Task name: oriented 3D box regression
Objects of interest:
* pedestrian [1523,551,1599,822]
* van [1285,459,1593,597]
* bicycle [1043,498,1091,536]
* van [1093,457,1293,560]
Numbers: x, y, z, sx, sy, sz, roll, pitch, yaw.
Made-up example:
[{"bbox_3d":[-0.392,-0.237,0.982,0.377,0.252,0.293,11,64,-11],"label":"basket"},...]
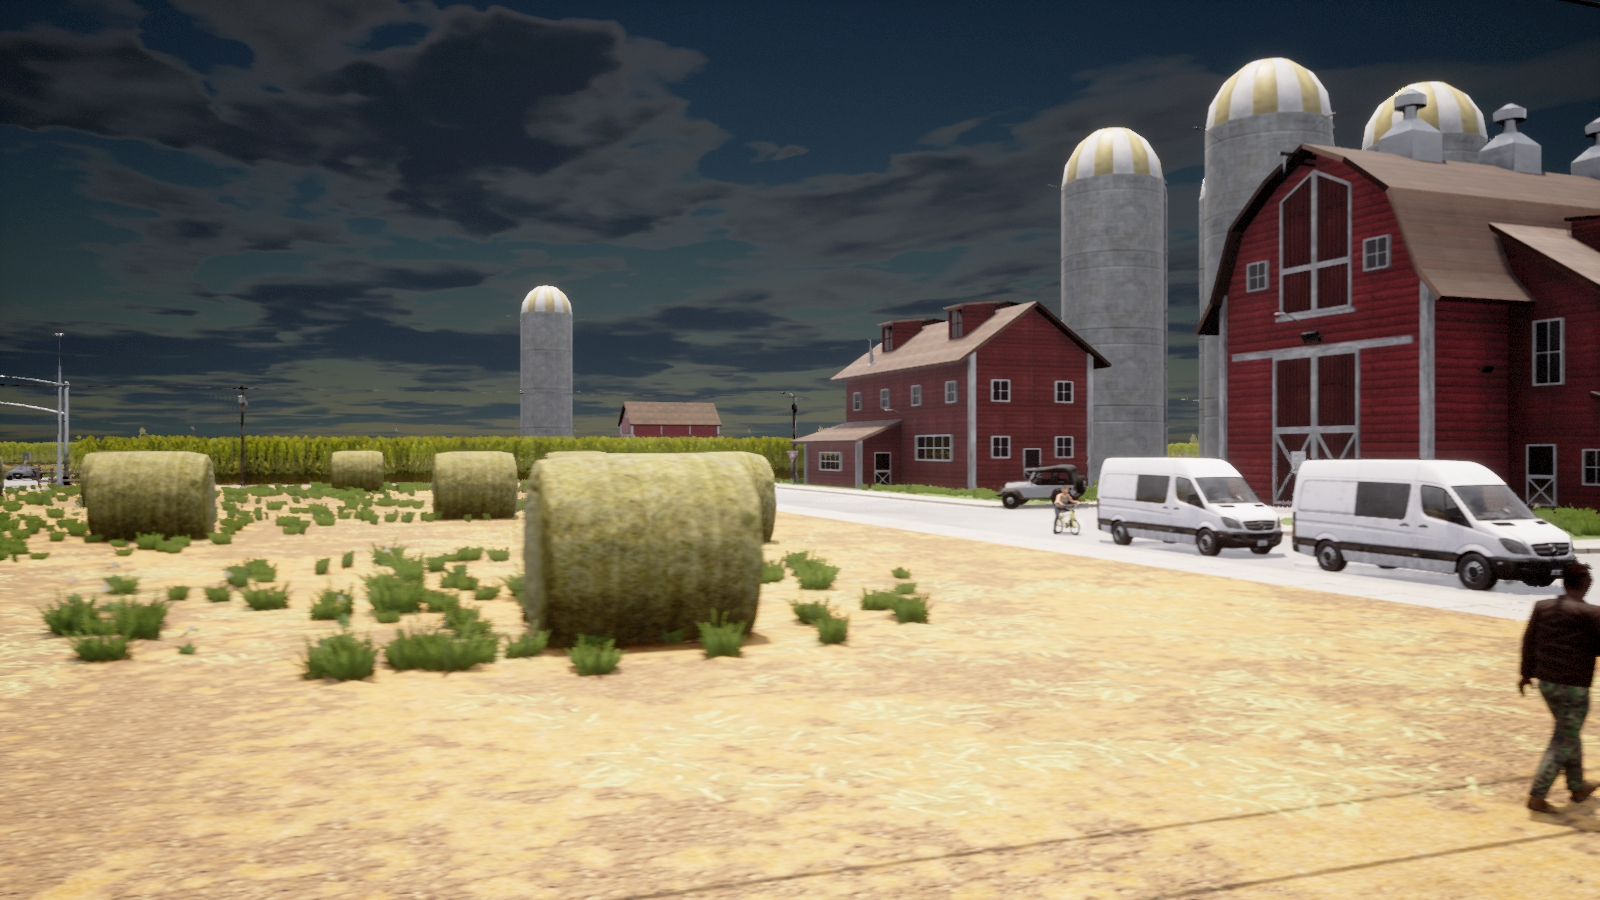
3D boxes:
[{"bbox_3d":[5.541,1.679,8.264,0.375,1.860,0.375,0,0,-20],"label":"pedestrian"},{"bbox_3d":[13.559,1.506,24.815,1.988,2.561,5.915,0,0,-21],"label":"van"},{"bbox_3d":[8.738,2.182,37.453,0.859,1.176,1.487,0,0,-21],"label":"bicycle"},{"bbox_3d":[10.805,1.509,32.031,1.988,2.561,5.915,0,0,-21],"label":"van"}]
